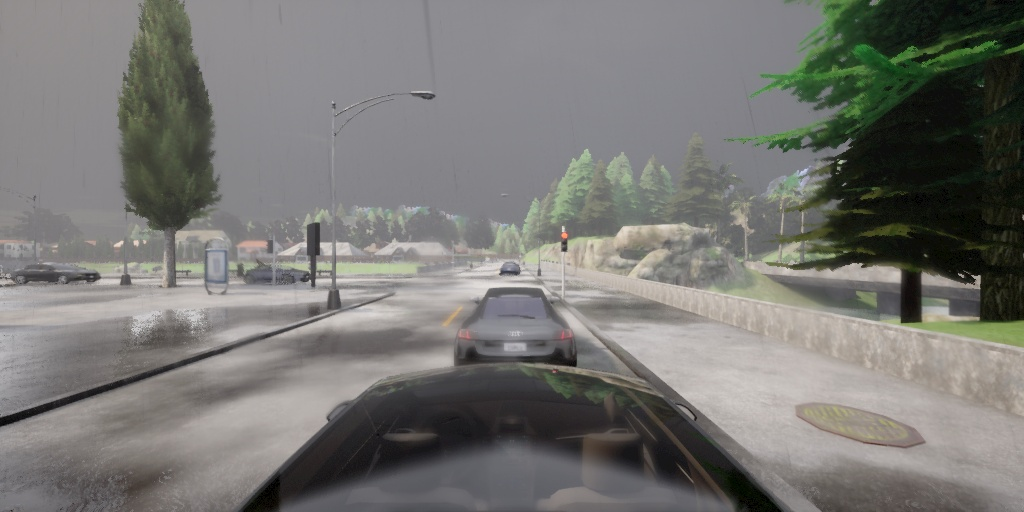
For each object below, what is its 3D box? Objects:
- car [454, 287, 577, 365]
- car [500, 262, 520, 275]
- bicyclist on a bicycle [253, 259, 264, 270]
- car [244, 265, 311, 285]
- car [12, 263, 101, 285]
[{"bbox_3d":[0.064,1.314,7.295,1.994,1.385,4.181,0,0,0],"label":"car"},{"bbox_3d":[-0.204,1.314,38.914,1.994,1.385,4.181,0,0,3],"label":"car"},{"bbox_3d":[-24.099,1.099,34.120,0.582,1.620,1.656,0,0,0],"label":"bicyclist on a bicycle"},{"bbox_3d":[-16.678,1.314,25.718,4.181,1.385,1.994,0,0,0],"label":"car"},{"bbox_3d":[-32.611,1.257,25.725,4.892,1.490,1.837,-1,0,0],"label":"car"}]
